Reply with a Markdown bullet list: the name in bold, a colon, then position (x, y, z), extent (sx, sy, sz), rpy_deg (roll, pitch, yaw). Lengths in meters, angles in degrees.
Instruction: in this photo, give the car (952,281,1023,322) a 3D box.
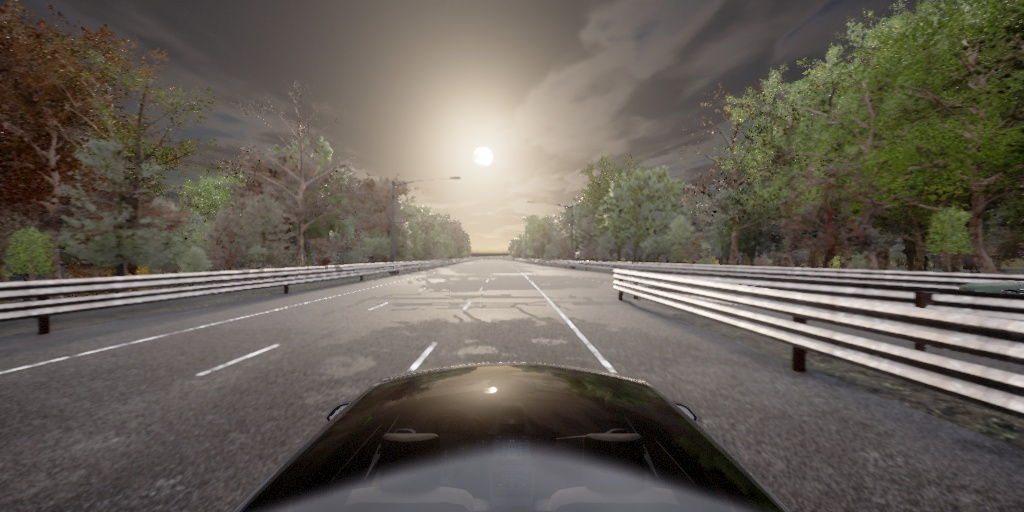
- **car**: position (13.406, 1.025, 7.500), extent (2.150, 2.045, 5.566), rpy_deg (0, 0, -13)
